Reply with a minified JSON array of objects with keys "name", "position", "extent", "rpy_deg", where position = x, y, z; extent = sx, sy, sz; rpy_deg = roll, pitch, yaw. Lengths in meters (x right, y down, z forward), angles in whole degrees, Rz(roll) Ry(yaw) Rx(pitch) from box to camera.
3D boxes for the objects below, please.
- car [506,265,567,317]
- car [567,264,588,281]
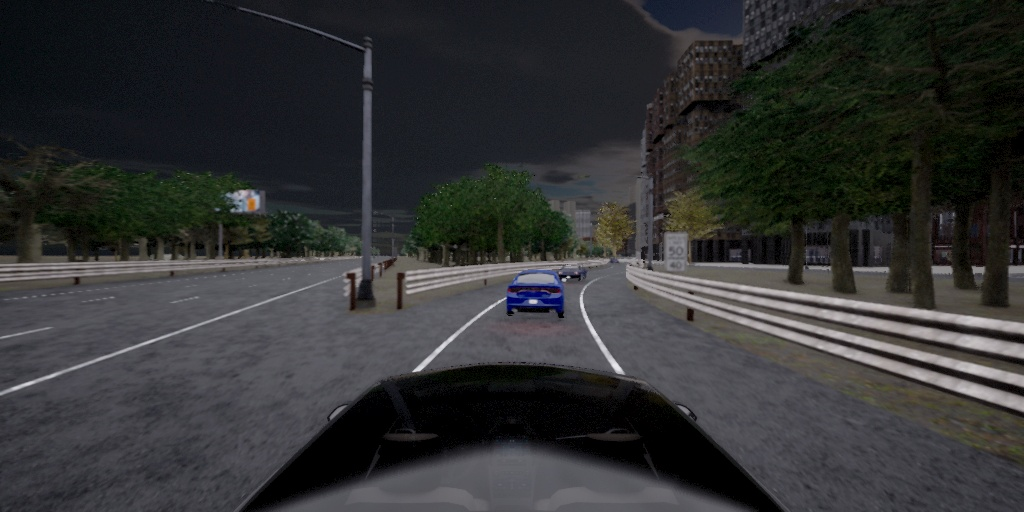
[{"name":"car","position":[0.994,1.248,13.355],"extent":[1.882,1.535,5.008],"rpy_deg":[0,0,8]},{"name":"car","position":[5.200,1.362,30.199],"extent":[1.895,1.301,4.718],"rpy_deg":[0,0,20]}]
